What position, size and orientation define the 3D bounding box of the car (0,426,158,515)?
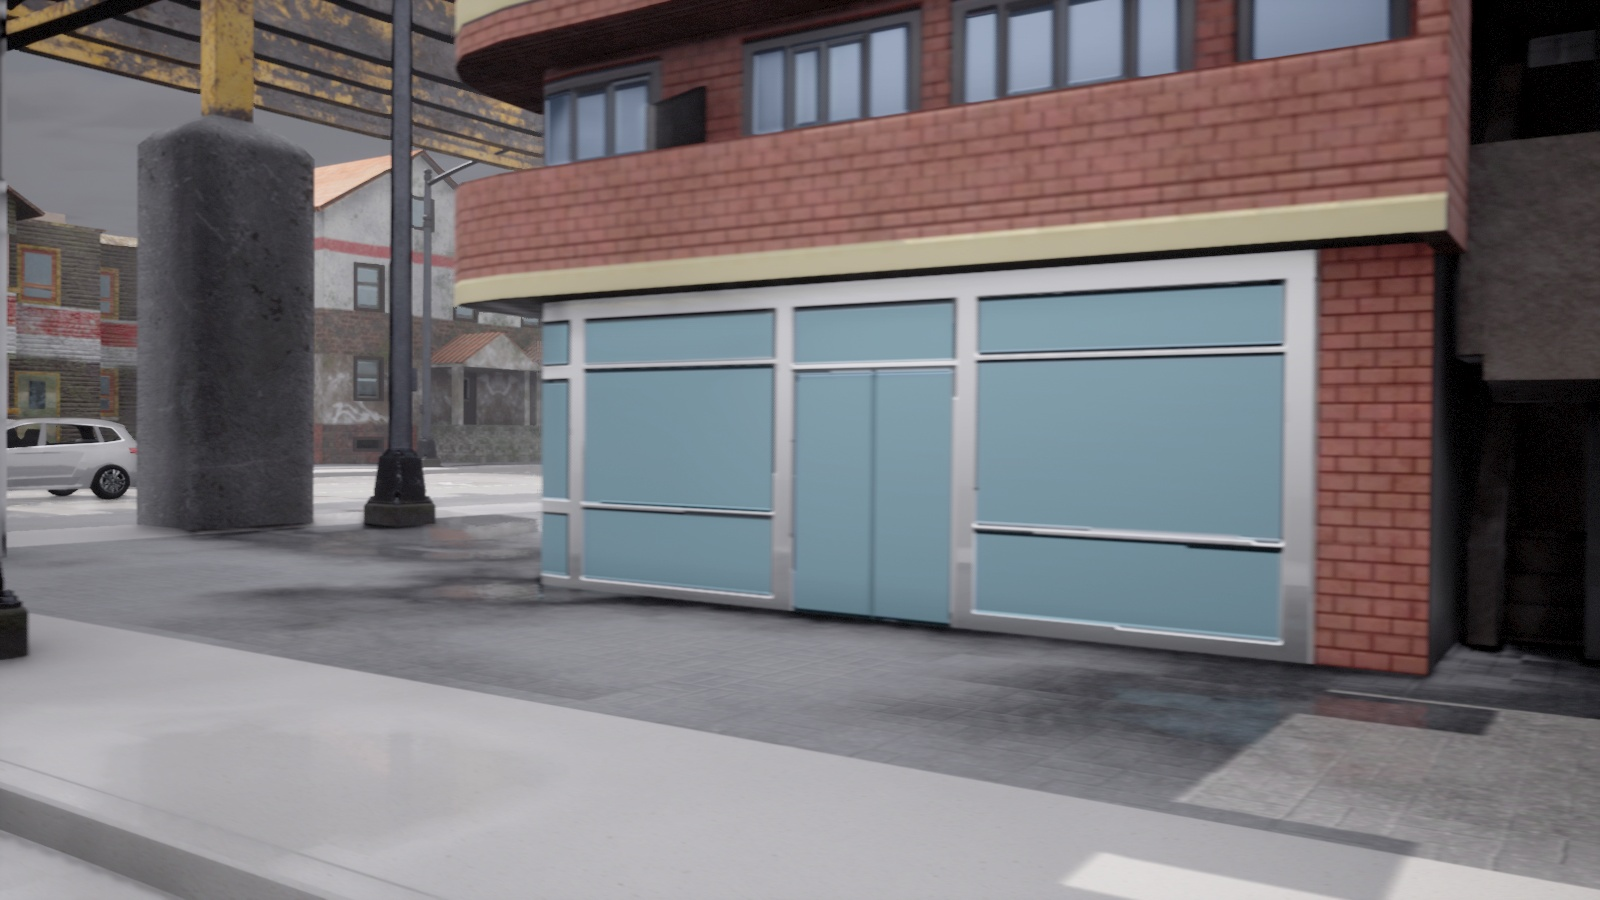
[{"bbox_3d":[-15.540,0.379,24.744,2.242,1.667,4.611,0,1,34],"label":"car"}]
